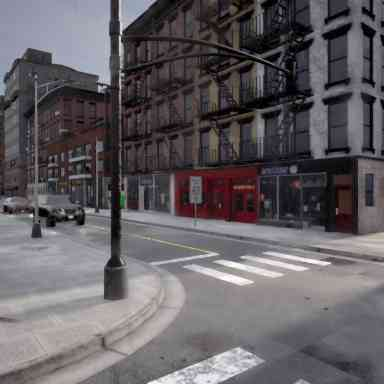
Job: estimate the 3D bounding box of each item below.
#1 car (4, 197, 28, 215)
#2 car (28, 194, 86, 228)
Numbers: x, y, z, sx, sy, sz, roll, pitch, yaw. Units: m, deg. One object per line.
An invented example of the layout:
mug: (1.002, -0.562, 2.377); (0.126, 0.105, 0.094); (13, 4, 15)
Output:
car: (-17.483, 1.297, 33.473); (2.097, 1.767, 4.553); (0, 0, -37)
car: (-9.120, 1.191, 22.586); (2.150, 2.045, 5.566); (0, 0, -38)
